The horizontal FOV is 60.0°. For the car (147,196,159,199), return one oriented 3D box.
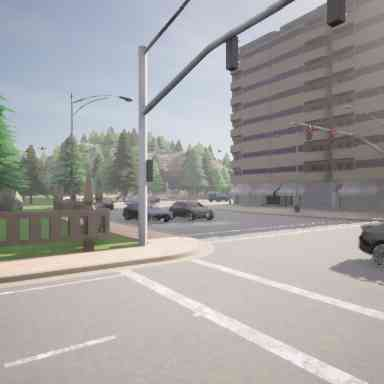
[{"bbox_3d":[-7.247,1.506,60.413,1.837,1.490,4.892,0,0,14],"label":"car"}]

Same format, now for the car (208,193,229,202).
[{"bbox_3d":[5.712,1.170,71.210,2.150,2.045,5.566,0,0,40],"label":"car"}]

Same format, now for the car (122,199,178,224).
[{"bbox_3d":[-3.432,1.492,24.549,2.033,1.411,5.357,0,0,-33],"label":"car"}]

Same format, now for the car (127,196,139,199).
[{"bbox_3d":[-7.307,1.422,41.615,1.882,1.535,5.008,0,0,-11],"label":"car"}]

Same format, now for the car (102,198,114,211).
[{"bbox_3d":[-10.464,1.422,39.988,1.882,1.535,5.008,0,0,-12],"label":"car"}]

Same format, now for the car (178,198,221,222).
[{"bbox_3d":[-0.157,1.449,26.070,1.837,1.490,4.892,0,0,-32],"label":"car"}]

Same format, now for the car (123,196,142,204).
[{"bbox_3d":[-10.765,1.471,60.643,1.812,1.442,4.674,0,0,13],"label":"car"}]

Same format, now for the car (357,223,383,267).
[{"bbox_3d":[7.194,1.471,9.174,2.128,1.511,4.902,0,0,-35],"label":"car"}]
